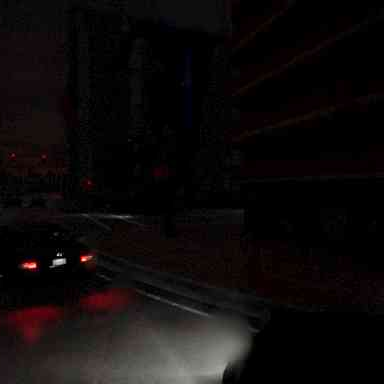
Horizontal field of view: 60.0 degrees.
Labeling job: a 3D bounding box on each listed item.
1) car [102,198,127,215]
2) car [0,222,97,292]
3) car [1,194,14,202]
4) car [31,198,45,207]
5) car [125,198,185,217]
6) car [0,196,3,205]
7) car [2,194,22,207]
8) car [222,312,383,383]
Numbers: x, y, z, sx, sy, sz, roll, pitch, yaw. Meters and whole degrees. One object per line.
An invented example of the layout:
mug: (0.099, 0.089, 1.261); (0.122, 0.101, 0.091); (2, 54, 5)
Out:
car: (-7.016, 1.407, 34.700); (4.553, 1.767, 2.097); (0, 0, -22)
car: (-4.408, 1.547, 9.102); (2.033, 1.411, 5.357); (0, 0, -38)
car: (-40.885, 1.341, 73.663); (2.097, 1.767, 4.553); (0, 0, -23)
car: (-23.688, 1.547, 51.134); (2.033, 1.411, 5.357); (0, 0, -23)
car: (-3.411, 1.603, 32.371); (5.357, 1.411, 2.033); (0, 0, -23)
car: (-35.118, 1.597, 59.975); (1.895, 1.301, 4.718); (0, 0, -23)
car: (-28.144, 1.491, 52.694); (2.128, 1.511, 4.902); (0, 0, -23)
car: (2.800, 1.547, 2.071); (5.357, 1.411, 2.033); (0, 0, 35)
